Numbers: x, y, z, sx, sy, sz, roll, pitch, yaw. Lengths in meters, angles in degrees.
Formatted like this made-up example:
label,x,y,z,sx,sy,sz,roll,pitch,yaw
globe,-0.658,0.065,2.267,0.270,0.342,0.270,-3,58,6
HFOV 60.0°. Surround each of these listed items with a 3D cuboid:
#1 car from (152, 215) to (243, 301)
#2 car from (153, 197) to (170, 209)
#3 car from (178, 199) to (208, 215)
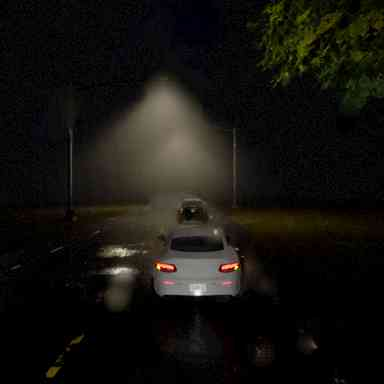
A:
label,x,y,z,sx,sy,sz,roll,pitch,yaw
car,0.103,1.524,8.181,1.812,1.442,4.674,0,0,0
car,-3.709,1.373,41.557,2.033,1.411,5.357,0,0,0
car,0.059,1.300,24.793,2.097,1.767,4.553,0,0,0
